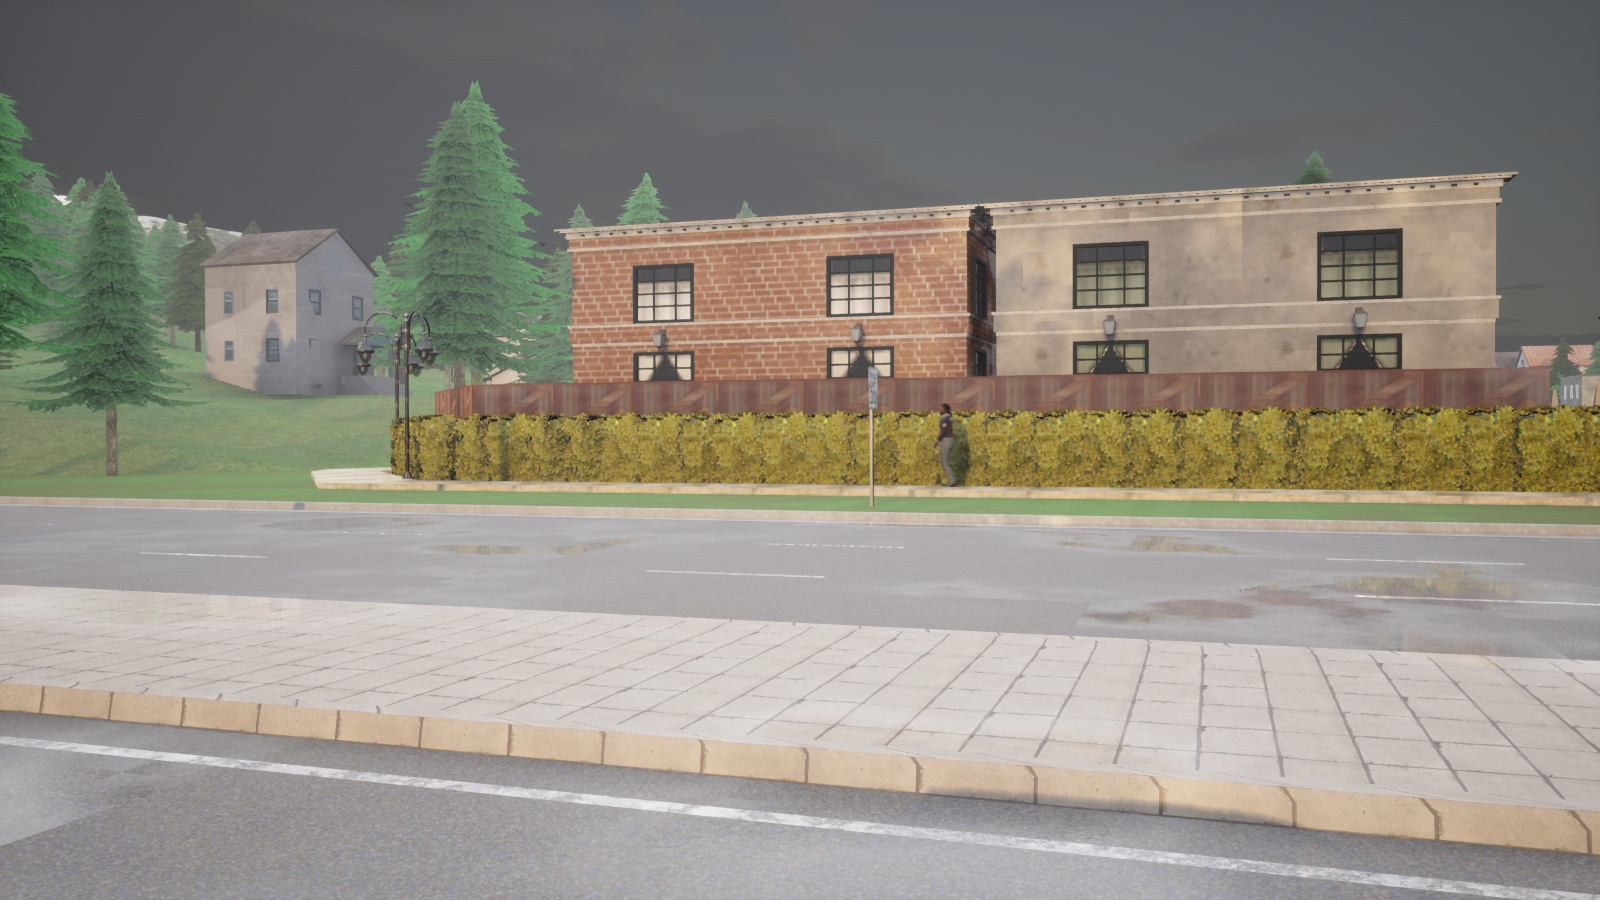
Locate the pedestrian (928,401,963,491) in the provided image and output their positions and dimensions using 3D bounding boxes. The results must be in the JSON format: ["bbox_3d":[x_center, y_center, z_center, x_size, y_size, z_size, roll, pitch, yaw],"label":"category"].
[{"bbox_3d":[3.167,-0.090,27.294,0.666,1.930,0.402,1,1,19],"label":"pedestrian"}]
